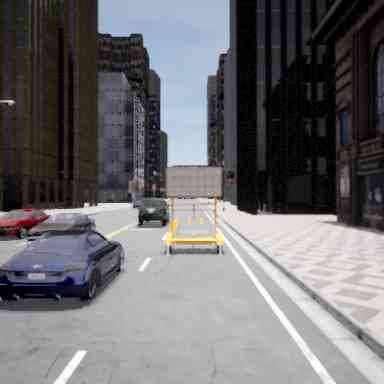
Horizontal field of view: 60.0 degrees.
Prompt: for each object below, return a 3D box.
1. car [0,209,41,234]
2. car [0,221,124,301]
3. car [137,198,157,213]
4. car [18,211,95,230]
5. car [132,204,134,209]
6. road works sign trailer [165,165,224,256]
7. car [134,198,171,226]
[{"bbox_3d":[-9.737,1.744,19.099,1.882,1.535,5.008,0,-1,0],"label":"car"},{"bbox_3d":[-3.094,1.683,8.666,1.994,1.385,4.181,0,-1,0],"label":"car"},{"bbox_3d":[-6.334,1.851,47.674,2.150,2.045,5.566,0,-1,0],"label":"car"},{"bbox_3d":[-6.499,1.784,17.314,2.033,1.411,5.357,0,-1,0],"label":"car"},{"bbox_3d":[-9.461,2.343,60.050,2.033,1.411,5.357,0,-1,1],"label":"car"},{"bbox_3d":[0.085,0.647,14.075,2.380,3.560,2.880,0,-1,0],"label":"road works sign trailer"},{"bbox_3d":[-2.992,1.579,27.104,2.150,2.045,5.566,0,-1,0],"label":"car"}]
